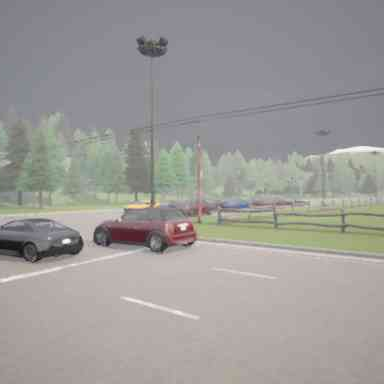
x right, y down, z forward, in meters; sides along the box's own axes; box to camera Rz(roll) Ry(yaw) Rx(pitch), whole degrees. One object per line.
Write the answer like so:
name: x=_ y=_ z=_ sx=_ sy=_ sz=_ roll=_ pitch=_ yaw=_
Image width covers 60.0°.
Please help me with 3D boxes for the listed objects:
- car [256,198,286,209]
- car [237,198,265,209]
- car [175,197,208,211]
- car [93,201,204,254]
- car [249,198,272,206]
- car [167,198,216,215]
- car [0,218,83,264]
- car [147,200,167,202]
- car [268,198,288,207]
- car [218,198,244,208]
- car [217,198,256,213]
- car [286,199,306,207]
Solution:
car: x=11.297 y=1.692 z=48.239 sx=1.882 sy=1.535 sz=5.008 roll=-1 pitch=0 yaw=38
car: x=9.166 y=1.732 z=51.203 sx=2.128 sy=1.511 sz=4.902 roll=-1 pitch=0 yaw=38
car: x=-0.020 y=1.600 z=45.063 sx=2.097 sy=1.767 sz=4.553 roll=-1 pitch=0 yaw=38
car: x=-2.096 y=1.439 z=14.156 sx=4.553 sy=1.767 sz=2.097 roll=-1 pitch=0 yaw=34
car: x=12.755 y=1.828 z=61.484 sx=2.033 sy=1.411 sz=5.357 roll=-1 pitch=0 yaw=38
car: x=0.040 y=1.537 z=33.656 sx=2.097 sy=1.767 sz=4.553 roll=0 pitch=0 yaw=37
car: x=-6.063 y=1.659 z=12.263 sx=4.181 sy=1.385 sz=1.994 roll=0 pitch=0 yaw=27
car: x=-2.565 y=1.735 z=35.980 sx=1.812 sy=1.442 sz=4.674 roll=-1 pitch=0 yaw=39
car: x=15.310 y=1.820 z=59.089 sx=1.994 sy=1.385 sz=4.181 roll=-1 pitch=0 yaw=38
car: x=6.332 y=1.742 z=53.257 sx=1.882 sy=1.535 sz=5.008 roll=-1 pitch=0 yaw=38
car: x=5.485 y=1.677 z=40.741 sx=1.882 sy=1.535 sz=5.008 roll=0 pitch=0 yaw=38
car: x=17.468 y=1.831 z=56.171 sx=1.895 sy=1.301 sz=4.718 roll=-1 pitch=0 yaw=38
